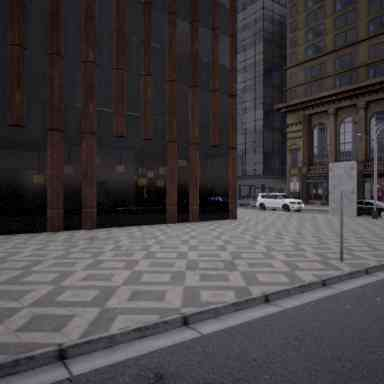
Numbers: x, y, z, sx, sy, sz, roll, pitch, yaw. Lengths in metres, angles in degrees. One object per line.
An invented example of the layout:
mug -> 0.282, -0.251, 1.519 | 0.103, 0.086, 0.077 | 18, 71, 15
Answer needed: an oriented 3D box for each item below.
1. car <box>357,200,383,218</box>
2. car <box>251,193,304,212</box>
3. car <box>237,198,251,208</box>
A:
car -> 15.395, 1.454, 28.656 | 1.837, 1.490, 4.892 | 0, 0, -37
car -> 9.622, 1.143, 36.776 | 2.150, 2.045, 5.566 | 0, 0, -36
car -> 7.517, 1.470, 45.256 | 1.994, 1.385, 4.181 | 0, 0, -35
